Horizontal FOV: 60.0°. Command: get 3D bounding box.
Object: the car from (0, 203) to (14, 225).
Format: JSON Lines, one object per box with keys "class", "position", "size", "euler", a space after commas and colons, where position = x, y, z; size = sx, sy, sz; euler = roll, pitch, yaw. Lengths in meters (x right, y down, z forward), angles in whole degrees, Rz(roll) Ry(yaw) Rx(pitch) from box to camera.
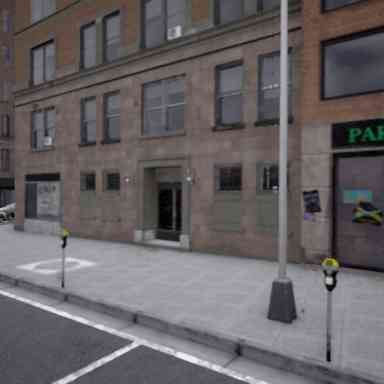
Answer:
{"class": "car", "position": [-14.662, 1.574, 21.844], "size": [1.812, 1.442, 4.674], "euler": [0, 0, 32]}
